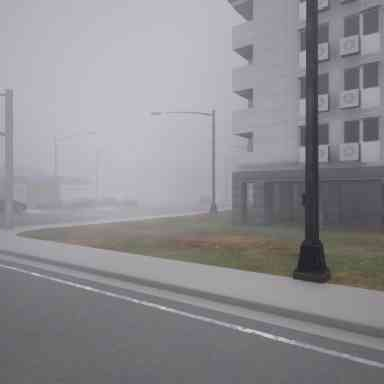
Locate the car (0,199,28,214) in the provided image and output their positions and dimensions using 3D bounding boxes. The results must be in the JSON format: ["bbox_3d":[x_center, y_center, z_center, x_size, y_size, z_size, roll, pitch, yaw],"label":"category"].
[{"bbox_3d":[-19.362,1.478,33.714,1.882,1.535,5.008,0,0,36],"label":"car"}]

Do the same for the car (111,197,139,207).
[{"bbox_3d":[-9.930,1.601,50.862,1.895,1.301,4.718,0,0,16],"label":"car"}]

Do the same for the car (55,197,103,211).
[{"bbox_3d":[-14.061,1.492,41.573,2.128,1.511,4.902,0,0,30],"label":"car"}]

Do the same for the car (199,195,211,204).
[{"bbox_3d":[2.468,1.351,62.206,2.097,1.767,4.553,0,0,2],"label":"car"}]

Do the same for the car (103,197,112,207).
[{"bbox_3d":[-13.356,1.478,51.663,1.882,1.535,5.008,0,0,16],"label":"car"}]

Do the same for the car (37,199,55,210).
[{"bbox_3d":[-17.577,1.564,42.491,1.994,1.385,4.181,0,0,31],"label":"car"}]
